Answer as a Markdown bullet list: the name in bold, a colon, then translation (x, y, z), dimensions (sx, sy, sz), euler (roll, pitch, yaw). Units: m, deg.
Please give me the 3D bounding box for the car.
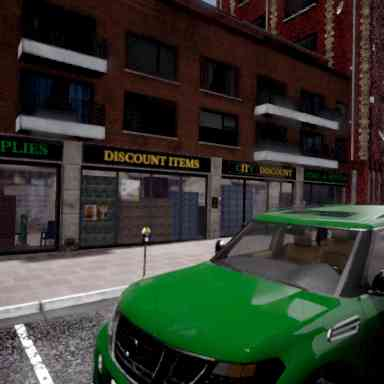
- **car**: translation (1.691, 1.225, 4.159), dimensions (5.566, 2.045, 2.150), euler (0, 0, -36)
